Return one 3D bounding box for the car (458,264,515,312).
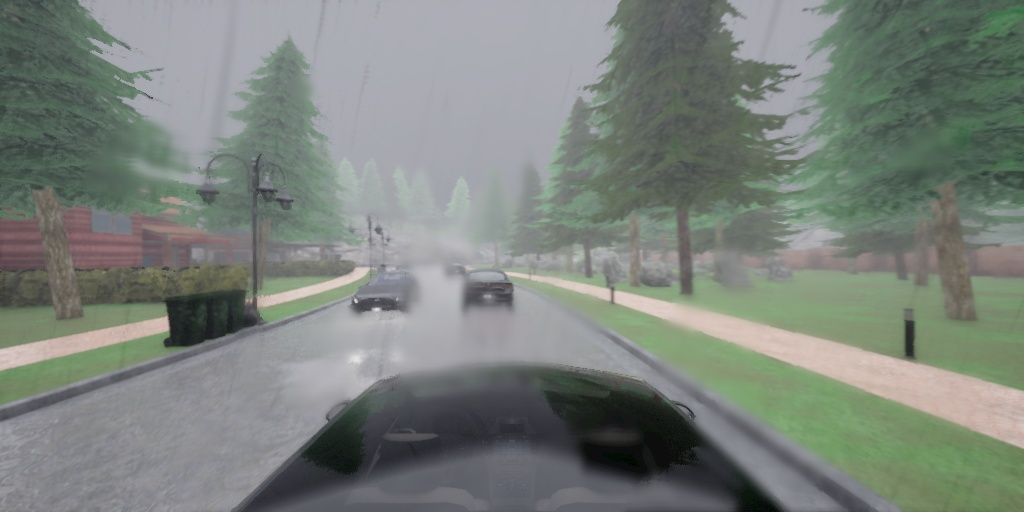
[{"bbox_3d":[-1.047,1.233,14.428,1.882,1.535,5.008,-1,0,-7],"label":"car"}]

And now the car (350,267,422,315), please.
[{"bbox_3d":[-4.685,1.342,14.159,2.033,1.411,5.357,-1,0,-7],"label":"car"}]

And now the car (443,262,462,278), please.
[{"bbox_3d":[-5.457,1.320,34.481,1.812,1.442,4.674,-1,0,-17],"label":"car"}]

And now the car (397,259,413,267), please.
[{"bbox_3d":[-16.549,1.309,55.339,2.097,1.767,4.553,-1,0,-20],"label":"car"}]
